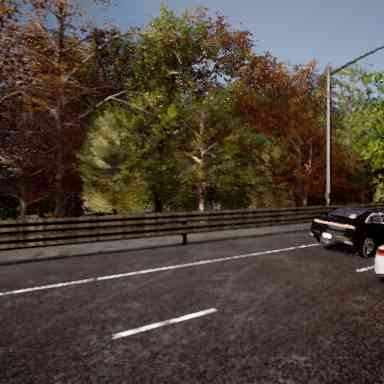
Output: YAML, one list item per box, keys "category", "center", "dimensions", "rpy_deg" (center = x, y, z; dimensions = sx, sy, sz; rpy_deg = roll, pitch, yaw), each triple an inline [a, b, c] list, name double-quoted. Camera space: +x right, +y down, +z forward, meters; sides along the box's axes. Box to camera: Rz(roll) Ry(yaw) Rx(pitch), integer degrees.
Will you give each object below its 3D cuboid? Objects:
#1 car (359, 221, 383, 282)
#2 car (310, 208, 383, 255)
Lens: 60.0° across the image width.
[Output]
- category: "car"
  center: [6.364, 1.515, 8.345]
  dimensions: [4.674, 1.442, 1.812]
  rpy_deg: [0, 0, -36]
- category: "car"
  center: [6.529, 1.382, 12.658]
  dimensions: [4.902, 1.511, 2.128]
  rpy_deg: [3, 4, -37]
